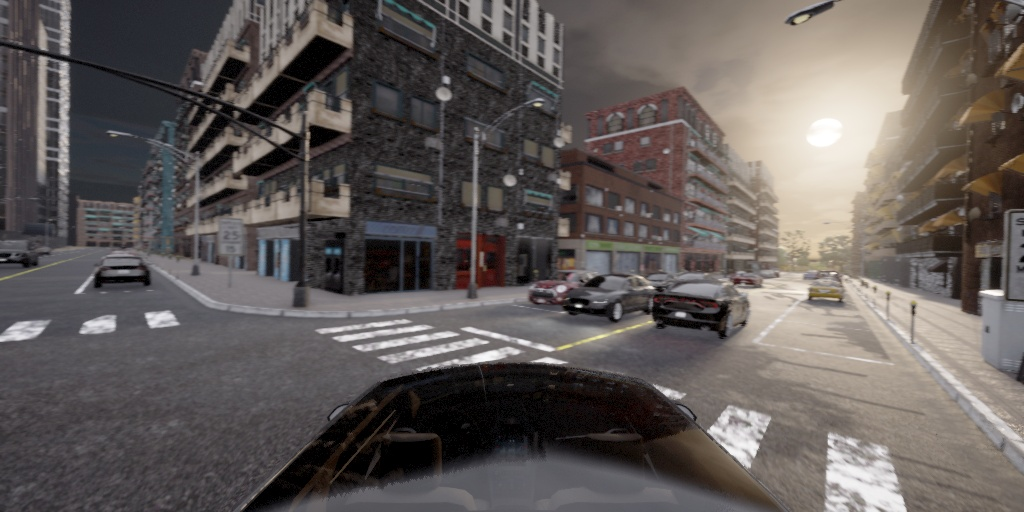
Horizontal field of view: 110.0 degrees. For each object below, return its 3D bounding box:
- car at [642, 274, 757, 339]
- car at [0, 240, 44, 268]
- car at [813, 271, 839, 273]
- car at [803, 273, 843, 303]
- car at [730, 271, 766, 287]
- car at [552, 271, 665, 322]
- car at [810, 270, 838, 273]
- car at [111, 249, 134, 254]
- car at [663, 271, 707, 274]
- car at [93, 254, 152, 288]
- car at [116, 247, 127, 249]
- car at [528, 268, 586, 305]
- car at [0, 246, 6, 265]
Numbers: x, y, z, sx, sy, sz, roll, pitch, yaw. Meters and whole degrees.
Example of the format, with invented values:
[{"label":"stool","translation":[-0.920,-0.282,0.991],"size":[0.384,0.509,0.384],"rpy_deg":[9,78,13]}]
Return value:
[{"label":"car","translation":[6.144,1.491,11.395],"size":[1.882,1.535,5.008],"rpy_deg":[2,-1,42]},{"label":"car","translation":[-38.433,-0.186,27.565],"size":[5.566,2.045,2.150],"rpy_deg":[3,2,43]},{"label":"car","translation":[27.313,2.383,31.013],"size":[1.751,1.417,4.829],"rpy_deg":[0,0,42]},{"label":"car","translation":[19.912,2.079,22.815],"size":[1.751,1.417,4.829],"rpy_deg":[0,0,42]},{"label":"car","translation":[22.613,2.303,34.369],"size":[1.895,1.301,4.718],"rpy_deg":[2,0,42]},{"label":"car","translation":[3.778,1.436,13.400],"size":[1.837,1.490,4.892],"rpy_deg":[2,0,42]},{"label":"car","translation":[30.880,2.323,35.003],"size":[2.192,1.841,5.009],"rpy_deg":[0,0,42]},{"label":"car","translation":[-25.776,0.449,23.752],"size":[4.507,1.381,1.888],"rpy_deg":[0,0,43]},{"label":"car","translation":[10.722,1.693,21.151],"size":[1.882,1.535,5.008],"rpy_deg":[2,0,42]},{"label":"car","translation":[-18.433,0.681,17.017],"size":[4.313,1.339,1.948],"rpy_deg":[0,0,43]},{"label":"car","translation":[-38.273,0.095,35.217],"size":[4.403,1.370,2.007],"rpy_deg":[0,0,43]},{"label":"car","translation":[2.502,1.334,15.886],"size":[1.967,1.591,4.097],"rpy_deg":[0,0,42]},{"label":"car","translation":[-28.425,0.380,18.348],"size":[4.902,1.511,2.128],"rpy_deg":[2,1,43]}]
